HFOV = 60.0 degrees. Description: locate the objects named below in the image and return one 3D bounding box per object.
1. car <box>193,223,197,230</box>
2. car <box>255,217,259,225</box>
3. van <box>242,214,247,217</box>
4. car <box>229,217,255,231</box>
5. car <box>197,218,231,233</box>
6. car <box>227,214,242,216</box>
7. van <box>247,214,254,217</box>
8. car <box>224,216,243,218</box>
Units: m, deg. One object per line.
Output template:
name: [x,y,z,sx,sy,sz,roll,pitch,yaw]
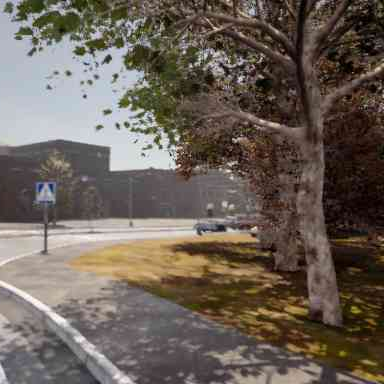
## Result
car: [2.037,4.643,46.371,2.033,1.411,5.357,0,-4,27]
car: [12.082,5.624,59.320,1.895,1.301,4.718,0,-3,27]
van: [11.785,6.573,84.179,1.878,1.987,4.442,0,-3,27]
car: [7.507,4.928,50.148,1.882,1.535,5.008,0,-3,27]
car: [2.748,4.247,40.591,1.994,1.385,4.181,0,-5,27]
car: [9.325,6.250,79.318,2.435,2.045,5.566,0,-3,27]
van: [14.287,6.872,89.121,1.878,1.987,4.442,0,-3,27]
car: [6.521,5.260,55.452,2.033,1.411,5.357,0,-3,27]
